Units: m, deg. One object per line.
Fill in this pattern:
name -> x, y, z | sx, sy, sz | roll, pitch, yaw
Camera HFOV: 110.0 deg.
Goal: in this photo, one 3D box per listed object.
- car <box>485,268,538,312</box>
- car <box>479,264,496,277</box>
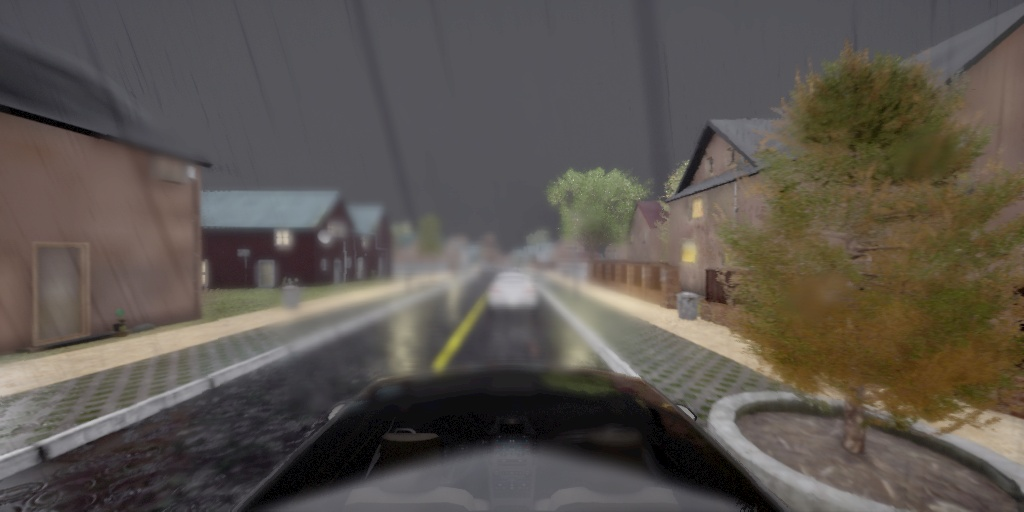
car -> 0.060, 1.419, 14.865 | 1.812, 1.442, 4.674 | 0, 0, 0
car -> -2.772, 1.781, 43.461 | 1.837, 1.490, 4.892 | 0, -1, 1
